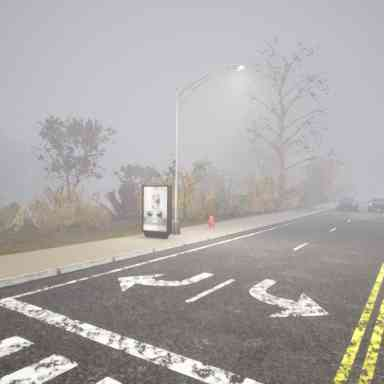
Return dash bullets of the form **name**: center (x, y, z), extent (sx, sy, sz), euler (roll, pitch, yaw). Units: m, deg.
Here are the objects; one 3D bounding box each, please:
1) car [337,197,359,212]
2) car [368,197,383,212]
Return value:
- **car**: center (18.669, 1.390, 39.768), extent (2.097, 1.767, 4.553), euler (0, 0, 30)
- **car**: center (21.473, 1.393, 38.124), extent (2.097, 1.767, 4.553), euler (0, 0, 30)
